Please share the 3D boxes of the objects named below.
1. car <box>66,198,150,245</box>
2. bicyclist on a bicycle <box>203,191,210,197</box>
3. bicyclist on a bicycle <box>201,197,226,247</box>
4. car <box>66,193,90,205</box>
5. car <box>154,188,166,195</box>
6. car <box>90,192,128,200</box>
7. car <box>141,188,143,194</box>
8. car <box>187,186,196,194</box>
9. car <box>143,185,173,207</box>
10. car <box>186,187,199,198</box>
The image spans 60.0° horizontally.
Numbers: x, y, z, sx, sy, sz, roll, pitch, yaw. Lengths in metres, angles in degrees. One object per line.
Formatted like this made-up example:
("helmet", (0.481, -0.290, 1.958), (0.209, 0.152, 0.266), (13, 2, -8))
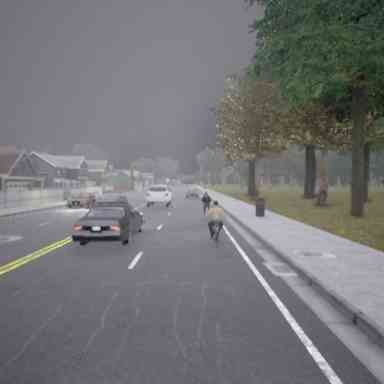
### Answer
("car", (-3.161, 1.185, 13.474), (2.033, 1.411, 5.357), (0, 2, 0))
("bicyclist on a bicycle", (0.878, 0.824, 20.420), (0.659, 1.776, 1.843), (0, 2, 0))
("bicyclist on a bicycle", (0.864, 1.110, 12.099), (0.866, 1.612, 1.509), (0, 1, 0))
("car", (-9.873, 0.758, 30.327), (1.994, 1.385, 4.181), (0, 1, 0))
("car", (-6.564, -0.205, 68.143), (1.895, 1.301, 4.718), (0, 2, 0))
("car", (-6.622, 0.738, 27.774), (1.882, 1.535, 5.008), (0, 1, 0))
("car", (-9.815, -0.555, 72.199), (2.097, 1.767, 4.553), (0, 2, 0))
("car", (-0.067, -0.489, 74.595), (1.882, 1.535, 5.008), (0, 2, 0))
("car", (-3.178, 0.345, 33.019), (2.150, 2.045, 5.566), (0, 1, 0))
("car", (0.035, 0.174, 52.106), (2.033, 1.411, 5.357), (0, 2, 0))
